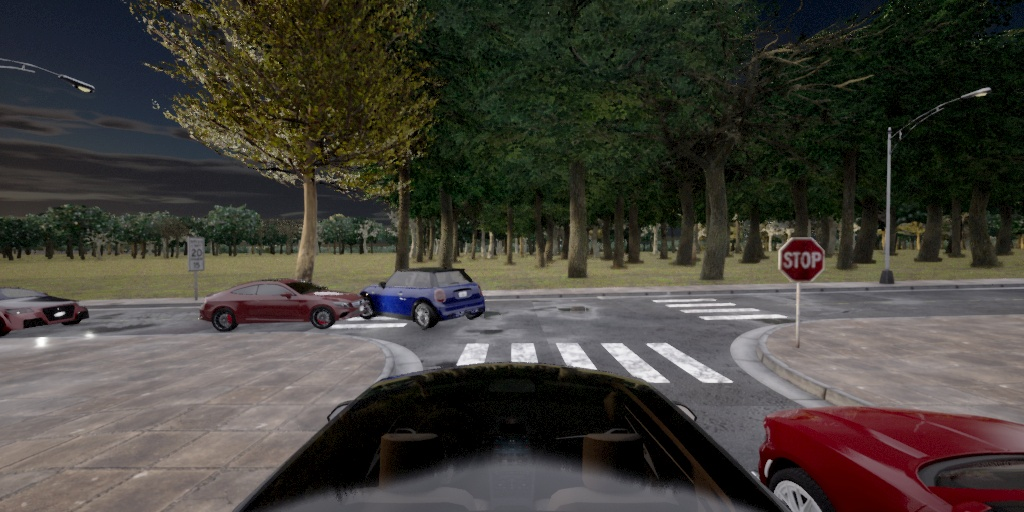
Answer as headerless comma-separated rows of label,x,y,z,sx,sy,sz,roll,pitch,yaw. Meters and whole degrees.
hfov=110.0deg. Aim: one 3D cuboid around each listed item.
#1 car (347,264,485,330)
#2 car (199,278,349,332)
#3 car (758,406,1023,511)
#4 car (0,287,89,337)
car,-3.078,1.148,11.629,4.553,1.767,2.097,-1,1,38
car,-7.038,1.430,11.209,4.674,1.442,1.812,-1,1,0
car,2.636,1.295,0.775,1.888,1.381,4.507,0,0,0
car,-16.149,1.689,11.203,4.181,1.385,1.994,-1,1,0
